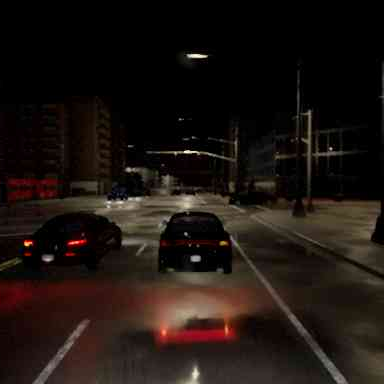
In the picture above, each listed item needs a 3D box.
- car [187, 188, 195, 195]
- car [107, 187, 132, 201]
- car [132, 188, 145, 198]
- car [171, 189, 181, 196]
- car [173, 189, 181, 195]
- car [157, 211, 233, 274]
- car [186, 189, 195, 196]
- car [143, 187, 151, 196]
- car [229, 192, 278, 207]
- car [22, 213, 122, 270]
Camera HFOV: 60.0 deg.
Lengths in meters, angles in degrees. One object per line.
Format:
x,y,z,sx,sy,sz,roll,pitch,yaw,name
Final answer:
-0.360,-0.104,87.169,2.097,1.767,4.553,0,1,0,car
-10.772,0.269,48.743,2.150,2.045,5.566,0,1,-1,car
-10.764,0.464,64.011,1.895,1.301,4.718,0,1,0,car
-3.819,0.241,77.186,1.812,1.442,4.674,0,1,0,car
-3.860,0.045,87.186,1.837,1.490,4.892,0,1,0,car
0.065,1.314,10.067,1.882,1.535,5.008,0,1,0,car
-0.319,0.069,77.168,2.097,1.767,4.553,0,1,0,car
-10.817,-0.058,76.781,2.150,2.045,5.566,0,1,0,car
6.423,0.746,34.846,5.008,1.535,1.882,0,2,5,car
-3.445,1.359,10.256,1.812,1.442,4.674,0,1,0,car
